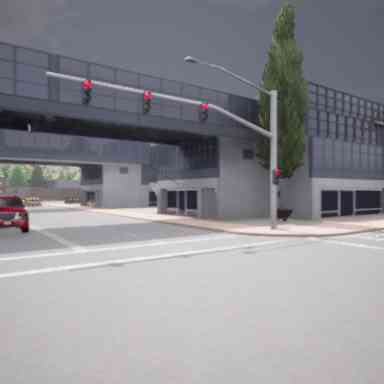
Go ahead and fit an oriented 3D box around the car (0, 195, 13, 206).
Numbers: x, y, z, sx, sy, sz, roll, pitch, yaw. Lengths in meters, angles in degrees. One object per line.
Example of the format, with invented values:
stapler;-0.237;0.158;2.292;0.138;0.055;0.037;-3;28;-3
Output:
car;-30.824;1.360;54.356;2.097;1.767;4.553;0;0;-35

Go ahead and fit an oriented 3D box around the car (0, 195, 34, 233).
car;-10.833;1.224;19.187;2.150;2.045;5.566;0;0;-33

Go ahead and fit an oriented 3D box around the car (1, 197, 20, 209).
car;-25.593;1.511;46.870;1.837;1.490;4.892;0;0;-35

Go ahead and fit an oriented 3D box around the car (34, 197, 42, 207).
car;-24.805;1.483;51.947;1.882;1.535;5.008;0;0;-33
